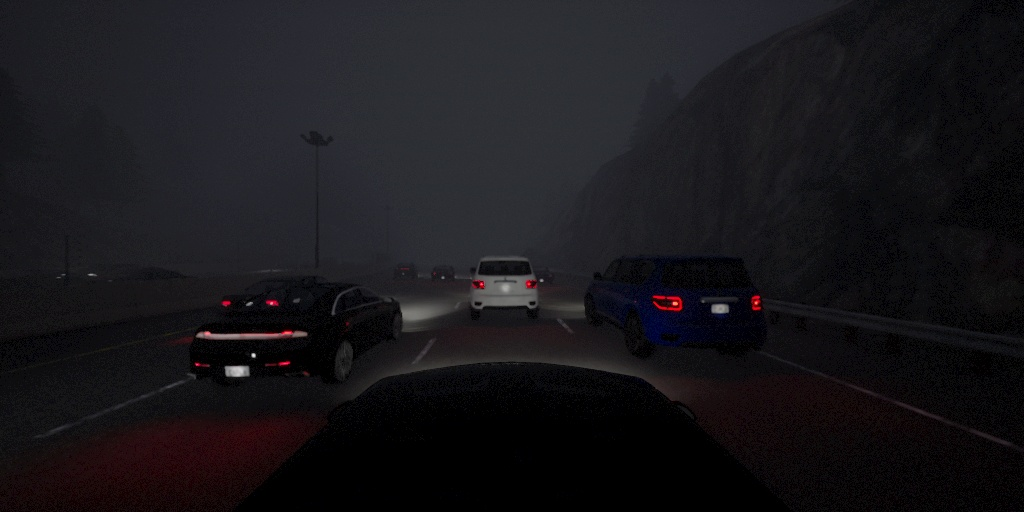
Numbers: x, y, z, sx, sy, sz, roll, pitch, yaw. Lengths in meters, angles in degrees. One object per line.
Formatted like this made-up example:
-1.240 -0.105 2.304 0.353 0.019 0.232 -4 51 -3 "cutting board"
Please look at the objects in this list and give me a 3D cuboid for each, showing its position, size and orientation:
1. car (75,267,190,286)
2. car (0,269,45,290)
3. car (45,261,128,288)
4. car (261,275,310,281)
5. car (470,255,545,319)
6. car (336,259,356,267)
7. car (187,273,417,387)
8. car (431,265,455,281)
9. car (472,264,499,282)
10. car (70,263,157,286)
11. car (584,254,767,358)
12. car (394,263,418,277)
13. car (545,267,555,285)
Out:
-18.517 1.441 18.281 1.895 1.301 4.718 0 0 -6 "car"
-29.515 1.477 22.040 1.895 1.301 4.718 0 0 -8 "car"
-26.158 1.223 23.164 2.097 1.767 4.553 0 0 -8 "car"
-7.286 1.344 12.215 2.033 1.411 5.357 0 0 -4 "car"
-0.355 1.004 13.133 2.150 2.045 5.566 0 0 -4 "car"
-26.815 1.536 58.669 1.994 1.385 4.181 0 0 -14 "car"
-3.581 1.265 7.004 2.128 1.511 4.902 0 0 -2 "car"
-5.845 1.446 30.759 1.895 1.301 4.718 0 0 -9 "car"
-2.395 1.402 31.141 1.994 1.385 4.181 0 0 -9 "car"
-22.398 1.335 21.378 1.882 1.535 5.008 0 0 -7 "car"
3.376 0.983 8.681 2.150 2.045 5.566 0 0 -2 "car"
-9.931 1.355 33.767 2.128 1.511 4.902 0 0 -10 "car"
1.772 1.418 27.042 1.895 1.301 4.718 0 0 -7 "car"
